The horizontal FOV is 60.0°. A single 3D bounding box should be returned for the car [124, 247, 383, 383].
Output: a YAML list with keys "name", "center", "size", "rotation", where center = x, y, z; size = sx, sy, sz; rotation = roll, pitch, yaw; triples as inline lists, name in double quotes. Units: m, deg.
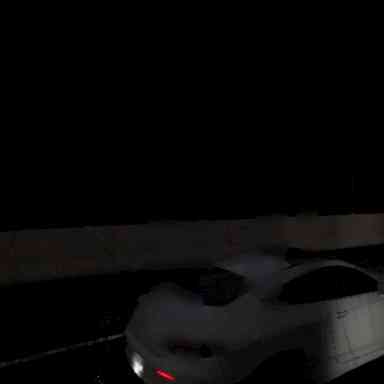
- name: "car"
  center: [1.429, 1.507, 4.531]
  size: [4.674, 1.442, 1.812]
  rotation: [0, 0, -31]
